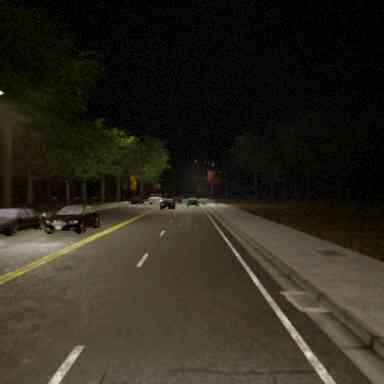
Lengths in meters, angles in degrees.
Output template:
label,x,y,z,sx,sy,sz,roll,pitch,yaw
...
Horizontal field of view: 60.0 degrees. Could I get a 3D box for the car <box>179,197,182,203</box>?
label,x,y,z,sx,sy,sz,roll,pitch,yaw
car,-3.252,1.742,74.219,1.994,1.385,4.181,0,0,0

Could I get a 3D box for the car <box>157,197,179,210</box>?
label,x,y,z,sx,sy,sz,roll,pitch,yaw
car,-3.150,1.668,44.652,1.895,1.301,4.718,0,0,0

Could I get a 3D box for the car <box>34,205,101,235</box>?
label,x,y,z,sx,sy,sz,roll,pitch,yaw
car,-6.599,1.508,18.885,2.128,1.511,4.902,0,0,0

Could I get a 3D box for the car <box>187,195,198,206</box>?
label,x,y,z,sx,sy,sz,roll,pitch,yaw
car,0.099,1.656,57.339,2.033,1.411,5.357,0,0,0

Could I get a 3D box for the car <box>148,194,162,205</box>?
label,x,y,z,sx,sy,sz,roll,pitch,yaw
car,-6.530,1.341,59.993,2.150,2.045,5.566,0,0,1

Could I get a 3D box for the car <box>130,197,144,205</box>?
label,x,y,z,sx,sy,sz,roll,pitch,yaw
car,-9.773,1.668,60.032,2.033,1.411,5.357,0,0,1

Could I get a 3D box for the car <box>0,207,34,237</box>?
label,x,y,z,sx,sy,sz,roll,pitch,yaw
car,-9.849,1.563,18.305,2.033,1.411,5.357,0,0,0
